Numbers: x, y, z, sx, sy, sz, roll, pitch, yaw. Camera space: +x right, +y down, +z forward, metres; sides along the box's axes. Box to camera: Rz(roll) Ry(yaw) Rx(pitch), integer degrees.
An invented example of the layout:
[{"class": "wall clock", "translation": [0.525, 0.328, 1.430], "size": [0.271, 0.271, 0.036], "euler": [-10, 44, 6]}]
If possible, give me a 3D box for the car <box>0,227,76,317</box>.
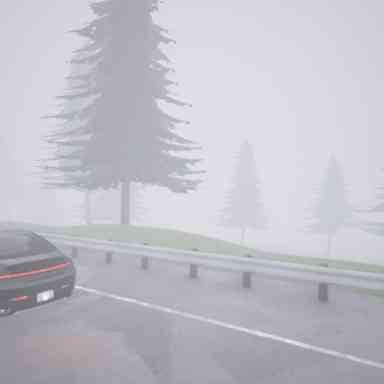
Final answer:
[{"class": "car", "translation": [-4.477, 1.495, 6.928], "size": [4.892, 1.490, 1.837], "euler": [0, 0, 34]}]
